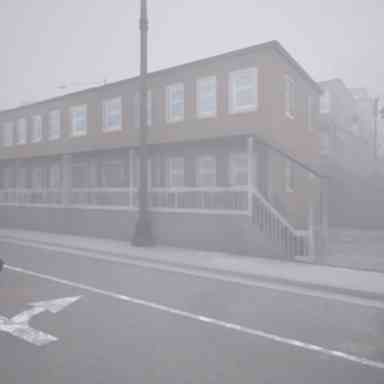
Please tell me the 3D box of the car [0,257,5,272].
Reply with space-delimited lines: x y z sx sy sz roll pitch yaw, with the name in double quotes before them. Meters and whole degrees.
"car" -7.140 1.544 8.987 5.357 1.411 2.033 0 0 36
